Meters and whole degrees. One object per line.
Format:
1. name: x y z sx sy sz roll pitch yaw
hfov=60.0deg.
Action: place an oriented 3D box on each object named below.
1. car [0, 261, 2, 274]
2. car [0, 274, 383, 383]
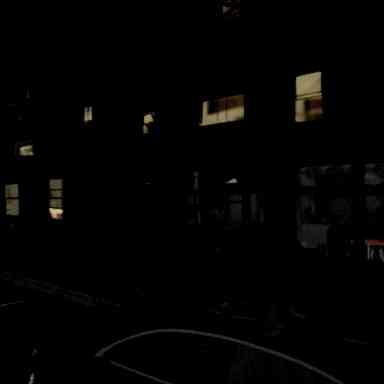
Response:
1. car: -5.777 1.559 7.167 4.313 1.339 1.947 0 0 36
2. car: 0.348 1.550 2.761 4.403 1.369 2.008 0 0 36
